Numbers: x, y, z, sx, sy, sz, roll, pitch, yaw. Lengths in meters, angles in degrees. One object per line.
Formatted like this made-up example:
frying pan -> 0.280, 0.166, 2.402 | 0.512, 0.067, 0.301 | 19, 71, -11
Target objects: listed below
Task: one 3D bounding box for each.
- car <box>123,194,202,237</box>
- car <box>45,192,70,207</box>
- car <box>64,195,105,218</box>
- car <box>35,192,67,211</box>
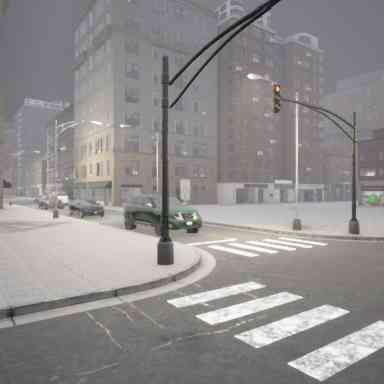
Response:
car -> -1.792, 1.149, 18.176 | 2.150, 2.045, 5.566 | 0, 0, -37
car -> -19.532, 0.988, 48.135 | 2.150, 2.045, 5.566 | 0, 0, -36
car -> -9.094, 1.344, 28.446 | 1.882, 1.535, 5.008 | 0, 1, -36
car -> -16.257, 1.160, 38.505 | 2.097, 1.767, 4.553 | 0, 0, -35
